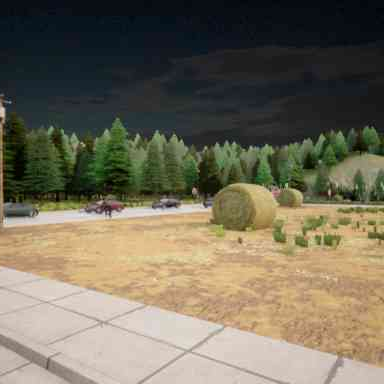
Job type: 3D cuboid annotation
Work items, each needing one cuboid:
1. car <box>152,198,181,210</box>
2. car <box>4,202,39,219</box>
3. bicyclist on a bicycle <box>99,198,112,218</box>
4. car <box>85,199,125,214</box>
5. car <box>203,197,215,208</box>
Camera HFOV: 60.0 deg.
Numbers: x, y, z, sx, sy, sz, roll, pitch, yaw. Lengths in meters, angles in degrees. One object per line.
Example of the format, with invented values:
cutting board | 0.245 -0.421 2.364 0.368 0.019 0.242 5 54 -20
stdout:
car | -3.386 1.546 44.573 1.812 1.442 4.674 0 0 37
car | -15.381 1.584 28.356 1.994 1.385 4.181 0 0 36
bicyclist on a bicycle | -7.049 1.323 27.042 1.656 1.620 0.582 0 0 36
car | -9.468 1.546 36.347 1.812 1.442 4.674 0 0 36
car | 3.489 1.513 47.795 2.128 1.511 4.902 0 0 37
